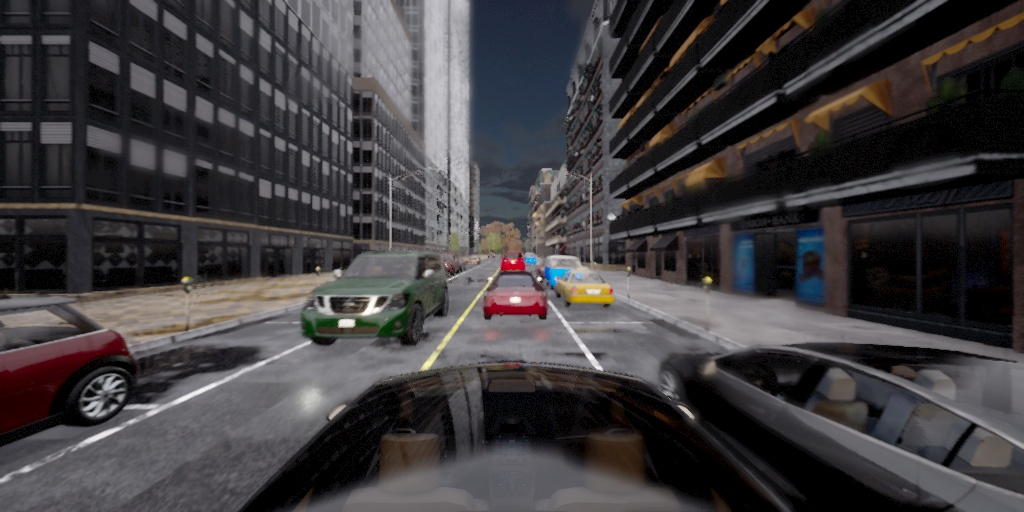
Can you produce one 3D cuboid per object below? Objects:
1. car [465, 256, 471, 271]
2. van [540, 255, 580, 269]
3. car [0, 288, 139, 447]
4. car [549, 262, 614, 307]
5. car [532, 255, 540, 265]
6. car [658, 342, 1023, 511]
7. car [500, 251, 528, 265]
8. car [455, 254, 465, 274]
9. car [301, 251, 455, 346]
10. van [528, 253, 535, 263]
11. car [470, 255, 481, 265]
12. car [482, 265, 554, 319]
[{"bbox_3d":[-5.696,0.871,36.669,1.948,1.339,4.313,0,0,0],"label":"car"},{"bbox_3d":[2.688,0.862,19.707,1.690,1.789,3.998,0,0,0],"label":"van"},{"bbox_3d":[-5.689,1.177,2.727,1.967,1.591,4.097,0,0,0],"label":"car"},{"bbox_3d":[2.689,1.119,14.220,1.751,1.417,4.829,0,0,0],"label":"car"},{"bbox_3d":[2.687,0.889,25.363,1.967,1.591,4.097,0,0,0],"label":"car"},{"bbox_3d":[2.692,1.303,2.736,1.948,1.339,4.313,0,0,0],"label":"car"},{"bbox_3d":[0.091,0.577,32.832,2.150,2.045,5.566,0,1,0],"label":"car"},{"bbox_3d":[-5.695,0.692,31.012,2.192,1.841,5.009,0,0,0],"label":"car"},{"bbox_3d":[-3.102,0.872,9.479,2.150,2.045,5.566,0,1,0],"label":"car"},{"bbox_3d":[2.681,0.431,53.648,1.690,1.789,3.998,0,0,0],"label":"van"},{"bbox_3d":[-5.700,0.530,53.639,1.967,1.591,4.097,0,0,0],"label":"car"},{"bbox_3d":[0.098,1.181,12.088,1.994,1.385,4.181,0,1,0],"label":"car"}]
